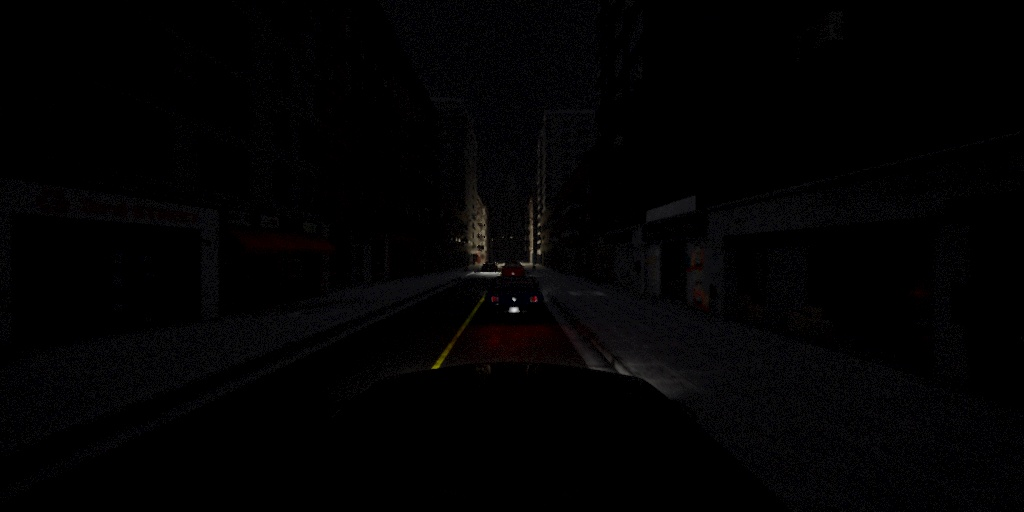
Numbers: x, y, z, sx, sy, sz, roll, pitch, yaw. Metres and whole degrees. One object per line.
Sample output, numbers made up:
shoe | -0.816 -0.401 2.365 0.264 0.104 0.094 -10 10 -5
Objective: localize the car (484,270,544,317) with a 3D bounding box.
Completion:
car | 0.080 1.372 13.315 1.895 1.301 4.718 0 0 0

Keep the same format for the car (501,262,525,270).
car | 0.084 1.289 31.448 1.882 1.535 5.008 0 0 0

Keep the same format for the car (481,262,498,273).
car | -2.839 1.414 46.440 1.994 1.385 4.181 0 0 0
